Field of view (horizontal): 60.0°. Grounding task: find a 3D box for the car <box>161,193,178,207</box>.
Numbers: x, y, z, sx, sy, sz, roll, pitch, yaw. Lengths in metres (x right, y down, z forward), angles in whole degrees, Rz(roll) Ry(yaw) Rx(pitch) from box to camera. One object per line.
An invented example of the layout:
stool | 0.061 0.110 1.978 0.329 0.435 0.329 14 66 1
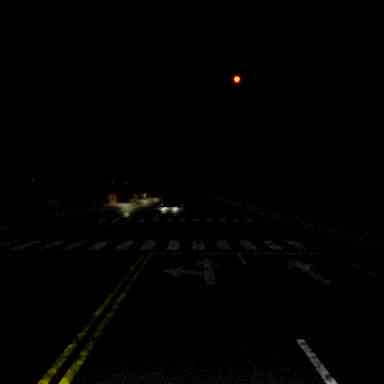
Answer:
car | -3.153 1.221 47.998 2.150 2.045 5.566 0 1 0
